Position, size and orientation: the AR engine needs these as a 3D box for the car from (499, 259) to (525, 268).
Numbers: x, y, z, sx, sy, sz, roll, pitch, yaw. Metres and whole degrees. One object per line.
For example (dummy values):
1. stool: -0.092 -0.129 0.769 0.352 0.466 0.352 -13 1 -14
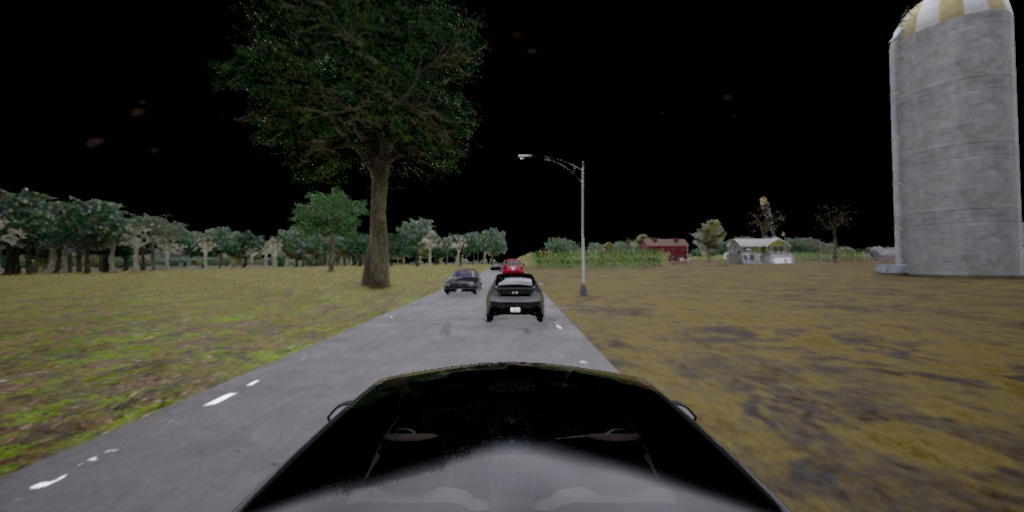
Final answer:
1. car: 0.110 1.335 36.469 2.150 2.045 5.566 0 -1 0

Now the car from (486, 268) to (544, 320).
1. car: 0.096 1.363 13.041 1.837 1.490 4.892 0 0 0

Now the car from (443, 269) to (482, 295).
1. car: -2.846 1.498 21.950 2.033 1.411 5.357 0 -1 0

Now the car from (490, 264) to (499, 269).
1. car: -2.772 2.032 62.070 1.895 1.301 4.718 0 -1 1
